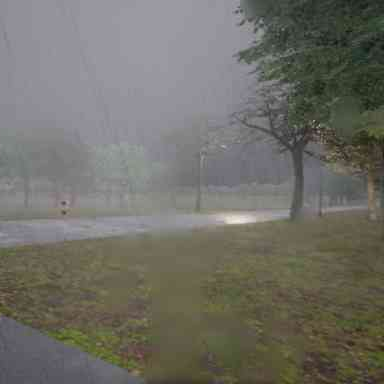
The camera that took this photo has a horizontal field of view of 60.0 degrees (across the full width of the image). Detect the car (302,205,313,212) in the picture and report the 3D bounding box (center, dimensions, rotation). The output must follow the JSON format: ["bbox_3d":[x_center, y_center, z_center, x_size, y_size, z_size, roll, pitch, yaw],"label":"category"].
[{"bbox_3d":[26.519,3.810,76.253,1.812,1.442,4.674,1,-1,31],"label":"car"}]
